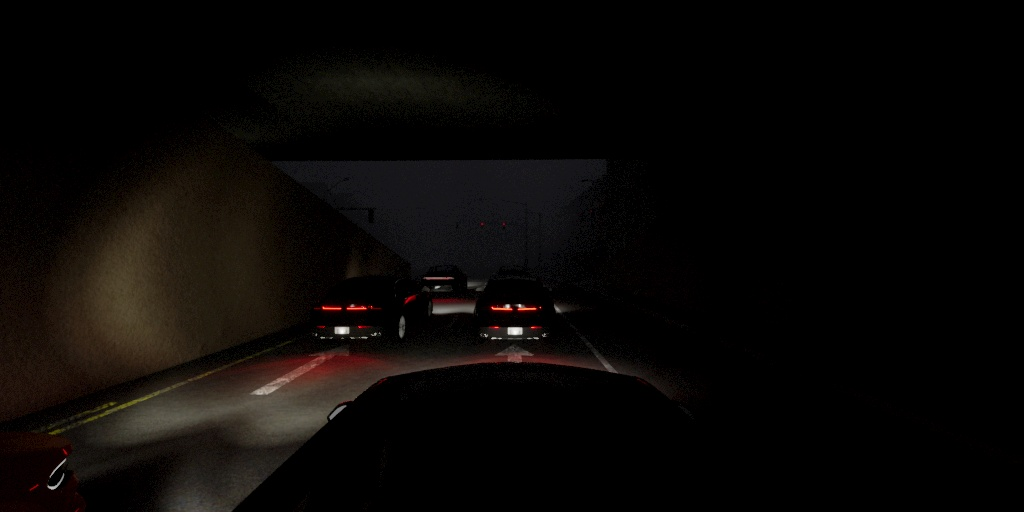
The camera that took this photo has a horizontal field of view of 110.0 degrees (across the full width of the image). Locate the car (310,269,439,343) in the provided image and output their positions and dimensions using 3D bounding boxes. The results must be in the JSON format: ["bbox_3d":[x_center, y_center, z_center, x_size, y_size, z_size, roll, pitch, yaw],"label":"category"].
[{"bbox_3d":[-3.445,1.255,9.661,1.837,1.490,4.892,0,0,0],"label":"car"}]

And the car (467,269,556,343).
[{"bbox_3d":[0.055,1.255,9.603,1.837,1.490,4.892,0,0,0],"label":"car"}]

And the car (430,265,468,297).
[{"bbox_3d":[-3.479,1.242,18.978,2.128,1.511,4.902,0,0,-1],"label":"car"}]

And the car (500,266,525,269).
[{"bbox_3d":[0.017,1.255,19.013,1.837,1.490,4.892,0,0,0],"label":"car"}]
